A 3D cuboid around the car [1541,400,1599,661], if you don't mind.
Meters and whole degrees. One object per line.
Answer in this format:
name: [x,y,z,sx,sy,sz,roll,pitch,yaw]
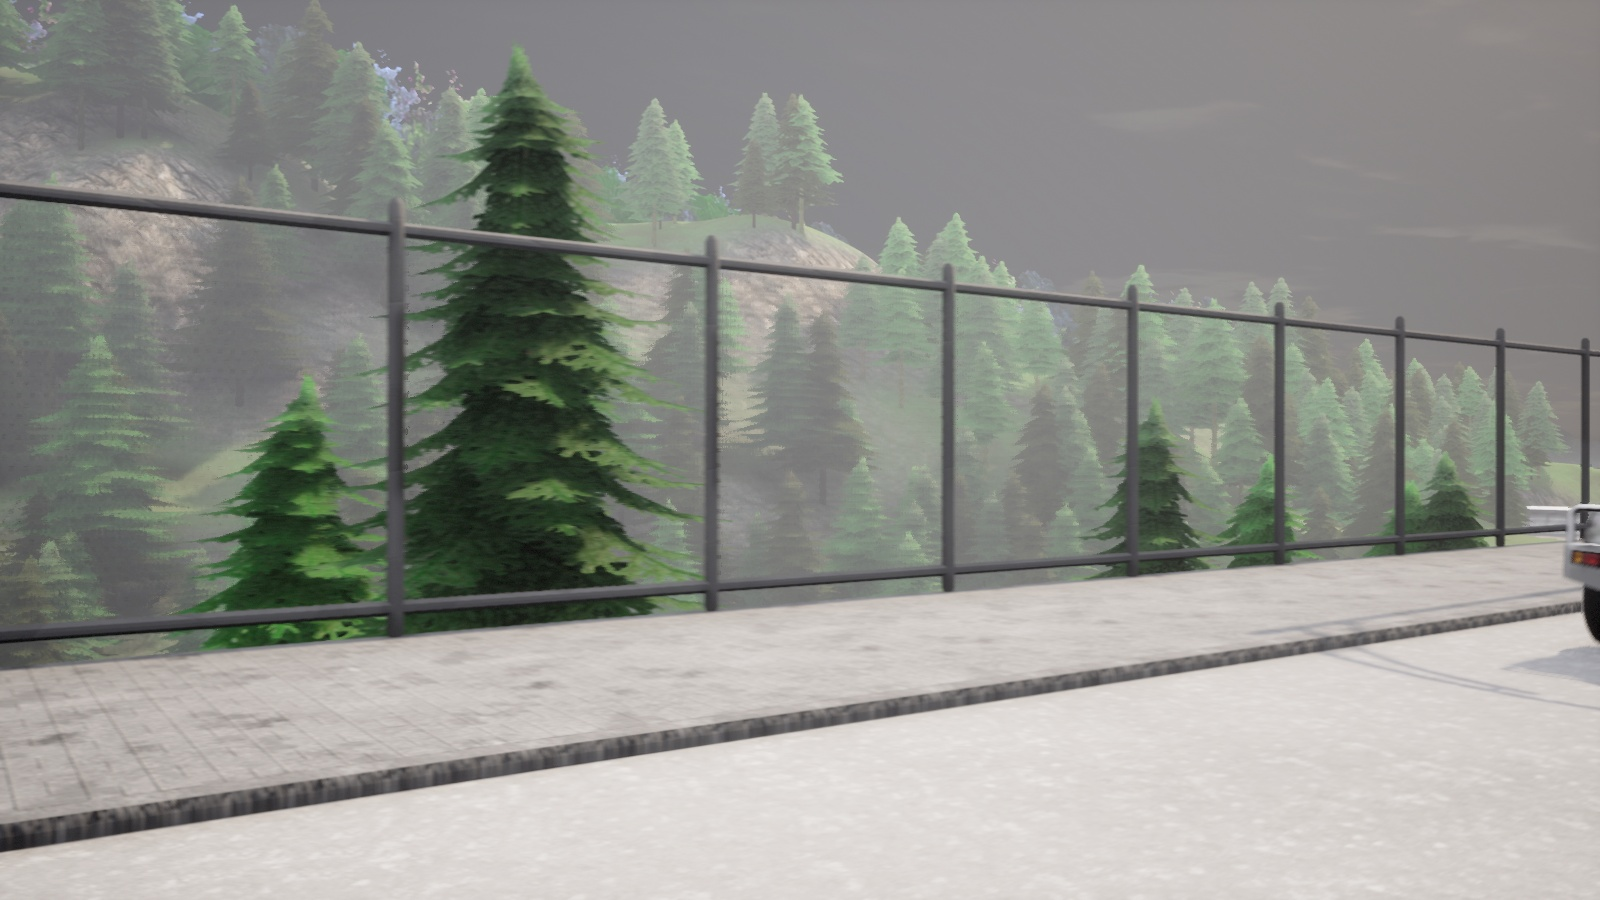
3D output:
car: [7.896,0.569,9.765,4.605,1.855,1.932,0,0,-35]
